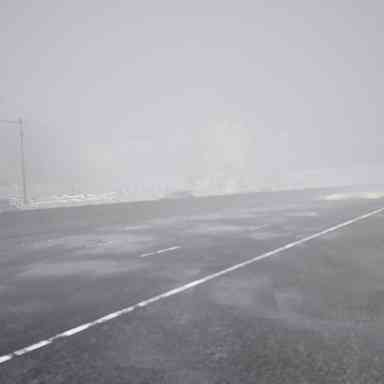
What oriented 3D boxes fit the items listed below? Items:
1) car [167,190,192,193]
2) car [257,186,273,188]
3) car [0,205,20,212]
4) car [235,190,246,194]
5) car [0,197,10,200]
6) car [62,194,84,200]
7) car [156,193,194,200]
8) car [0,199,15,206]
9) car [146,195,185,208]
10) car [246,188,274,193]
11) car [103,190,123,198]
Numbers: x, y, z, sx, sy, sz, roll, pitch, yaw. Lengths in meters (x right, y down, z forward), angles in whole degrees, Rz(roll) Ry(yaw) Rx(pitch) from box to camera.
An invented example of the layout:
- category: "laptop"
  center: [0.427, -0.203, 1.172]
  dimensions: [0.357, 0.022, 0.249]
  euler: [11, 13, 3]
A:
- category: "car"
  center: [-2.033, 0.846, 40.829]
  dimensions: [2.150, 2.045, 5.566]
  euler: [-2, 1, 40]
- category: "car"
  center: [12.472, 0.027, 58.289]
  dimensions: [2.150, 2.045, 5.566]
  euler: [-2, 0, 40]
- category: "car"
  center: [-13.081, 1.870, 21.945]
  dimensions: [1.994, 1.385, 4.181]
  euler: [-2, 1, 40]
- category: "car"
  center: [8.951, 0.467, 59.506]
  dimensions: [1.837, 1.490, 4.892]
  euler: [-2, 0, 40]
- category: "car"
  center: [-17.678, 1.527, 27.212]
  dimensions: [2.150, 2.045, 5.566]
  euler: [5, 5, 39]
- category: "car"
  center: [-19.403, 1.099, 54.494]
  dimensions: [1.994, 1.385, 4.181]
  euler: [-3, 2, 17]
- category: "car"
  center: [-1.606, 1.170, 35.848]
  dimensions: [1.812, 1.442, 4.674]
  euler: [-2, 1, 40]
- category: "car"
  center: [-15.209, 1.735, 24.871]
  dimensions: [2.097, 1.767, 4.553]
  euler: [-2, 1, 40]
- category: "car"
  center: [-3.434, 1.209, 44.595]
  dimensions: [2.033, 1.411, 5.357]
  euler: [-2, 1, 40]
- category: "car"
  center: [10.528, 0.520, 50.504]
  dimensions: [1.994, 1.385, 4.181]
  euler: [-2, 1, 40]
- category: "car"
  center: [-15.613, 0.428, 66.074]
  dimensions: [2.033, 1.411, 5.357]
  euler: [-3, 3, 19]
